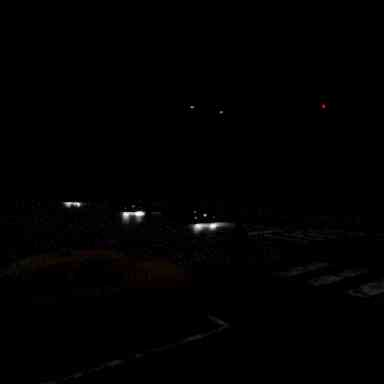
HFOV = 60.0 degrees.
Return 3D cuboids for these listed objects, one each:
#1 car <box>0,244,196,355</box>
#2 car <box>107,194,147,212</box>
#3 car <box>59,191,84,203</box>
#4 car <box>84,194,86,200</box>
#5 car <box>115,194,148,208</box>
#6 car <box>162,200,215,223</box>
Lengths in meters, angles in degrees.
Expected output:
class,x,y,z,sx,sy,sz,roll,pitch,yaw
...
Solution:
class,x,y,z,sx,sy,sz,roll,pitch,yaw
car,-2.216,1.526,5.068,4.829,1.417,1.752,0,0,-36
car,-6.296,1.033,30.783,1.994,1.385,4.181,0,1,-36
car,-16.667,0.697,45.327,1.994,1.385,4.181,0,1,-35
car,-18.522,0.559,53.314,1.994,1.385,4.181,0,1,-35
car,-6.714,0.935,36.857,1.994,1.385,4.181,0,1,-36
car,-0.329,1.233,22.445,1.994,1.385,4.181,0,1,-36
